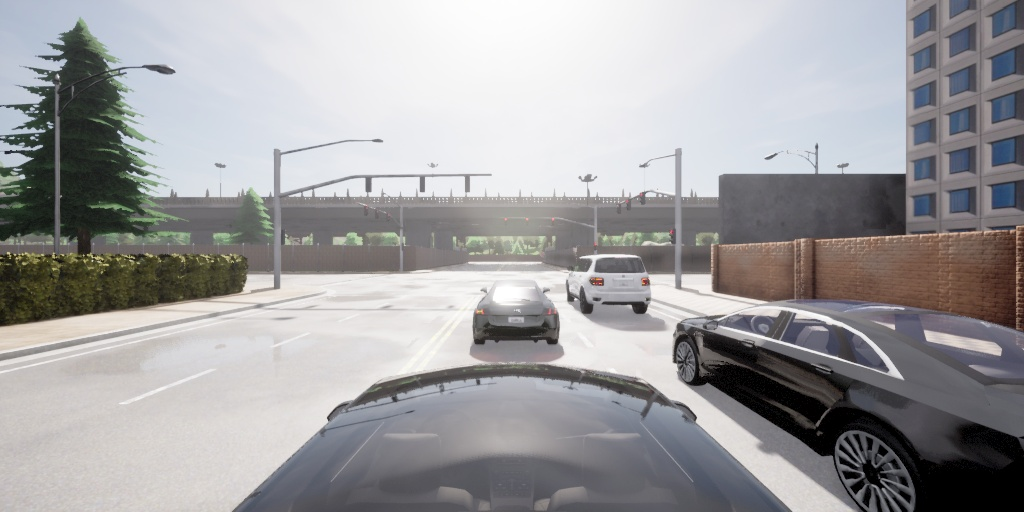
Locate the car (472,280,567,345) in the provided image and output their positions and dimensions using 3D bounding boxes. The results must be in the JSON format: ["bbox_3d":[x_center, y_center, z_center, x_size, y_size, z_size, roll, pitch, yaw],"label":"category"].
[{"bbox_3d":[0.087,1.314,9.547,1.994,1.385,4.181,0,0,0],"label":"car"}]

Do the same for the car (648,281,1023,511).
[{"bbox_3d":[3.593,1.242,4.090,2.128,1.511,4.902,0,0,0],"label":"car"}]

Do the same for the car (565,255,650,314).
[{"bbox_3d":[3.481,0.971,13.895,2.150,2.045,5.566,0,0,0],"label":"car"}]
